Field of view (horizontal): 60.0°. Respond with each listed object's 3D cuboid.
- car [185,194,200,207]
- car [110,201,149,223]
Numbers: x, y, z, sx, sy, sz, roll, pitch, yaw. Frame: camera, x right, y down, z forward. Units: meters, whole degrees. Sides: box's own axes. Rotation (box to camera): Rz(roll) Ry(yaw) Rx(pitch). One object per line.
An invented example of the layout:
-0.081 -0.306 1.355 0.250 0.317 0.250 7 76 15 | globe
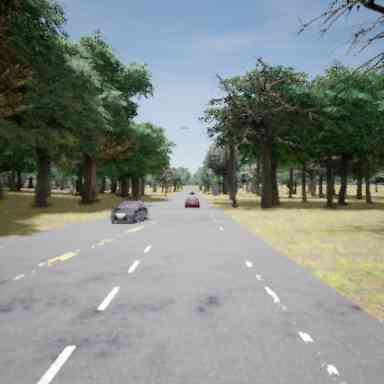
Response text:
0.044 1.363 46.397 1.994 1.385 4.181 0 0 0 | car
-4.493 1.422 24.560 2.128 1.511 4.902 0 0 6 | car
